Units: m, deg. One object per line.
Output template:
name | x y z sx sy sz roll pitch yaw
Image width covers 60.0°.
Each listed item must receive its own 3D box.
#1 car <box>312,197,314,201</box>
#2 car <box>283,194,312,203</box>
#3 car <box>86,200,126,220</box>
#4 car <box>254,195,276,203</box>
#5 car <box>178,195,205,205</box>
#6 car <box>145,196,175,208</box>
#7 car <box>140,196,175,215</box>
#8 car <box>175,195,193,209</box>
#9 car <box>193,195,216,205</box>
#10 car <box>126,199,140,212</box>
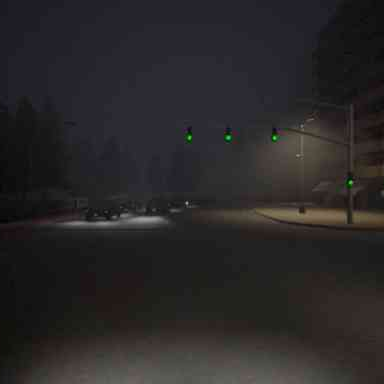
car | 21.654 1.206 65.135 4.902 1.511 2.128 0 0 -22
car | 18.452 1.200 59.231 5.008 1.535 1.882 0 0 -33
car | -6.981 1.400 26.710 1.812 1.442 4.674 0 0 2
car | 13.083 1.213 59.212 4.902 1.511 2.128 0 0 -42
car | -0.073 1.235 54.798 2.128 1.511 4.902 0 0 32
car | -4.323 1.277 45.634 2.128 1.511 4.902 0 0 20
car | -3.249 1.340 32.296 2.128 1.511 4.902 0 0 4
car | -1.942 1.350 42.027 2.033 1.411 5.357 0 0 15
car | 1.943 1.360 51.258 1.895 1.301 4.718 0 0 31
car | -6.443 1.433 35.790 1.895 1.301 4.718 0 0 6
